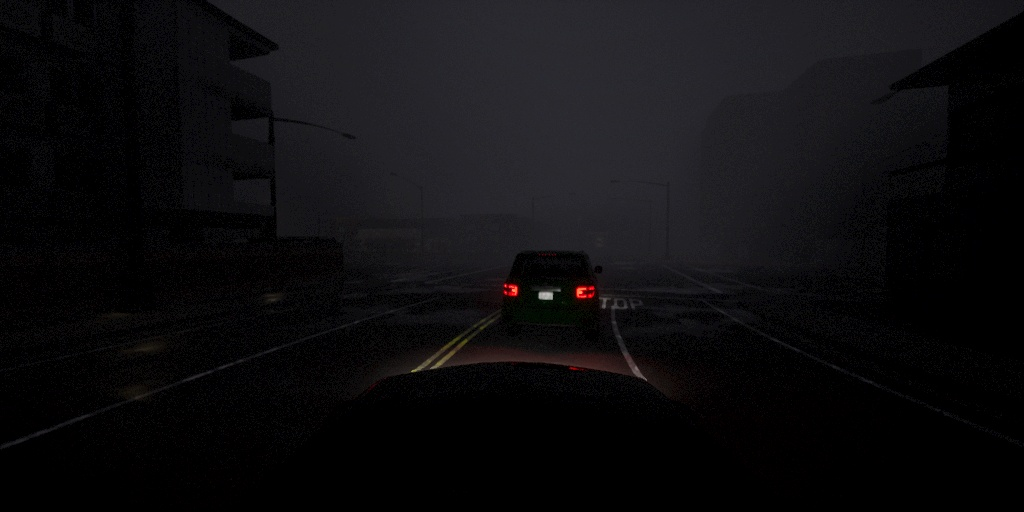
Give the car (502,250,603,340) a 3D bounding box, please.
[{"bbox_3d":[1.274,0.852,9.911,2.150,2.045,5.566,1,1,13],"label":"car"}]
